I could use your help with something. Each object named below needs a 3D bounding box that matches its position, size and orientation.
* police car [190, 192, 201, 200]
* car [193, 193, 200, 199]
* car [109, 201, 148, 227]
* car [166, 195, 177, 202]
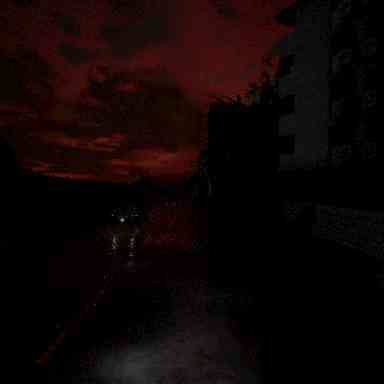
[{"bbox_3d":[1.202,1.010,80.939,1.930,1.638,5.238,0,0,0],"label":"police car"},{"bbox_3d":[1.215,0.995,91.017,1.801,1.575,5.366,0,0,0],"label":"car"},{"bbox_3d":[-4.094,1.379,22.015,2.128,1.511,4.902,0,0,0],"label":"car"},{"bbox_3d":[-4.001,1.276,63.910,1.895,1.301,4.718,0,0,0],"label":"car"}]
